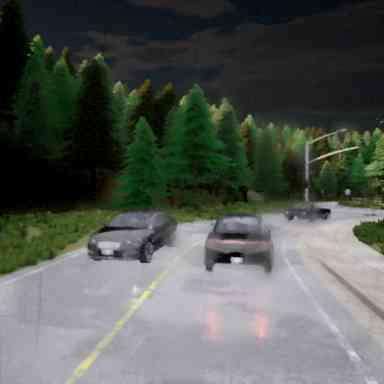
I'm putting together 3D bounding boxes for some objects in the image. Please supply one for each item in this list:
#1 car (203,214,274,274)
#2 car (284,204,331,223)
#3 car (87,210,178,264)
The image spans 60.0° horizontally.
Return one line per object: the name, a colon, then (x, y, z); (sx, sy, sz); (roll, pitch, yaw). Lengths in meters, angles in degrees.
car: (1.541, 1.445, 10.491); (2.128, 1.511, 4.902); (1, 0, 11)
car: (8.816, 1.530, 25.147); (1.895, 1.301, 4.718); (1, 0, 41)
car: (-1.857, 1.411, 11.740); (2.128, 1.511, 4.902); (0, 0, 12)
